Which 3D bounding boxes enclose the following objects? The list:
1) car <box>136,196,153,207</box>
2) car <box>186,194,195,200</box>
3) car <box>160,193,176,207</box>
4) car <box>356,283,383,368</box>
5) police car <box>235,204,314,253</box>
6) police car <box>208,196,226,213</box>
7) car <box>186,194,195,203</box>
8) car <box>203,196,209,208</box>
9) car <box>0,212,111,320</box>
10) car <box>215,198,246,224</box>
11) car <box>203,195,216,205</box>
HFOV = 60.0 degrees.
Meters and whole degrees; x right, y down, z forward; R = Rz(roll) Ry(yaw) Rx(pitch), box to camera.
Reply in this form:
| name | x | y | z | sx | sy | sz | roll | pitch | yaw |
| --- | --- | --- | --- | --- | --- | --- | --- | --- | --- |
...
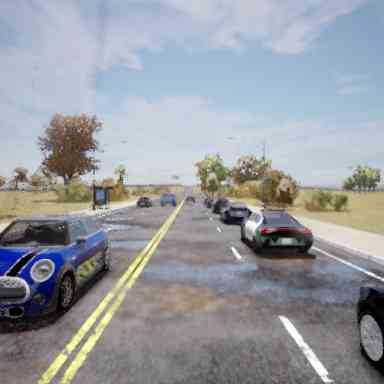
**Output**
| name | x | y | z | sx | sy | sz | roll | pitch | yaw |
| --- | --- | --- | --- | --- | --- | --- | --- | --- | --- |
| car | -6.769 | 1.414 | 47.665 | 1.837 | 1.490 | 4.892 | 0 | 0 | 0 |
| car | -0.401 | 1.189 | 82.718 | 2.033 | 1.411 | 5.357 | 0 | 0 | 0 |
| car | -3.529 | 1.122 | 50.170 | 2.150 | 2.045 | 5.566 | 0 | 0 | 0 |
| car | 3.249 | 1.474 | 2.724 | 1.882 | 1.535 | 5.008 | 0 | 0 | 0 |
| police car | 3.230 | 1.484 | 13.736 | 2.038 | 1.542 | 4.974 | 0 | 0 | 0 |
| police car | 3.121 | 1.359 | 35.860 | 1.930 | 1.638 | 5.238 | 0 | 0 | 0 |
| car | -0.307 | 1.373 | 66.719 | 1.812 | 1.442 | 4.674 | 0 | 0 | 0 |
| car | 3.056 | 1.412 | 46.781 | 2.163 | 1.488 | 4.792 | 0 | 0 | 0 |
| car | -3.359 | 1.341 | 7.594 | 2.097 | 1.767 | 4.553 | 0 | 0 | 0 |
| car | 3.185 | 1.461 | 24.776 | 2.163 | 1.488 | 4.792 | 0 | 0 | 0 |
| car | 2.991 | 1.382 | 57.751 | 1.837 | 1.490 | 4.892 | 0 | 0 | 0 |
